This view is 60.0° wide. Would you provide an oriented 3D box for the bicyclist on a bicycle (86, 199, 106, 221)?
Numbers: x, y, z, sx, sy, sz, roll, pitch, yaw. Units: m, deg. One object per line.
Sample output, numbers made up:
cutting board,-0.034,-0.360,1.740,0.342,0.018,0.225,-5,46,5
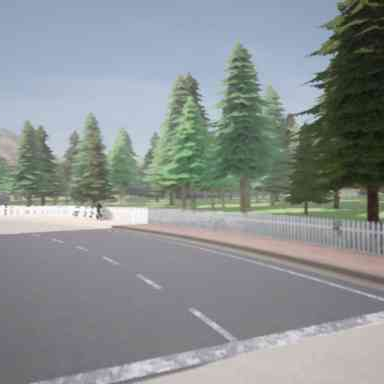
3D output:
bicyclist on a bicycle,-7.004,1.305,24.213,0.582,1.620,1.656,-1,1,41
